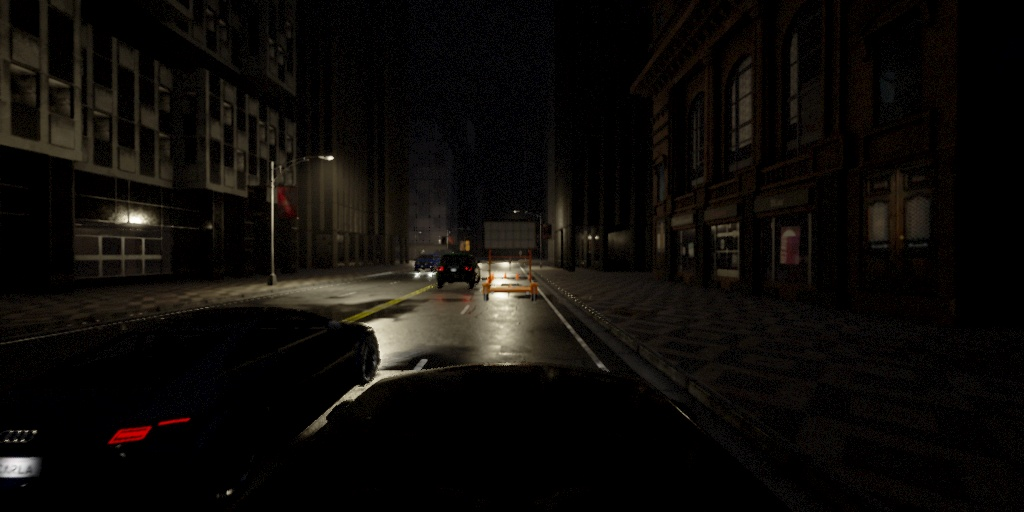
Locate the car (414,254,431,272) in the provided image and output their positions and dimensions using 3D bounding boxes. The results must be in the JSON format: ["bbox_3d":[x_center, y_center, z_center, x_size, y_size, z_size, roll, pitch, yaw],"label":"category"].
[{"bbox_3d":[-10.089,0.760,42.997,2.150,2.045,5.566,0,1,0],"label":"car"}]

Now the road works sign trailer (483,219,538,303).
[{"bbox_3d":[-0.085,0.141,16.071,2.380,3.560,2.880,0,0,0],"label":"road works sign trailer"}]

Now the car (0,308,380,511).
[{"bbox_3d":[-3.166,1.300,4.285,1.994,1.385,4.181,0,0,0],"label":"car"}]

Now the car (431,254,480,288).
[{"bbox_3d":[-3.272,0.865,22.648,2.150,2.045,5.566,0,0,0],"label":"car"}]
